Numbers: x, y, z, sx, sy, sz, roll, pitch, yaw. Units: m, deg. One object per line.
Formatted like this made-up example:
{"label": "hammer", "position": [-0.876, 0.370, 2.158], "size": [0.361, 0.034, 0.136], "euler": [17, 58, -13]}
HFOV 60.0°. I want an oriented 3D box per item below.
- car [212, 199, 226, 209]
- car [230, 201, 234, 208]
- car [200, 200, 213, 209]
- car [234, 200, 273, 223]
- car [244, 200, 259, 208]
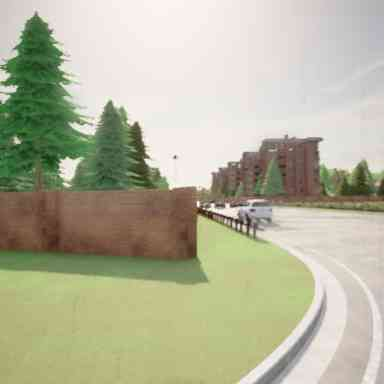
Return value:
{"label": "car", "position": [6.190, 2.863, 72.997], "size": [1.837, 1.490, 4.892], "euler": [-1, -1, -4]}
{"label": "car", "position": [9.669, 2.689, 73.371], "size": [2.097, 1.767, 4.553], "euler": [-1, -1, -4]}
{"label": "car", "position": [2.805, 2.961, 71.353], "size": [1.895, 1.301, 4.718], "euler": [-1, -1, -4]}
{"label": "car", "position": [5.787, 1.767, 30.763], "size": [2.150, 2.045, 5.566], "euler": [-1, -1, -4]}
{"label": "car", "position": [13.166, 2.656, 73.539], "size": [2.097, 1.767, 4.553], "euler": [-1, -1, -4]}
